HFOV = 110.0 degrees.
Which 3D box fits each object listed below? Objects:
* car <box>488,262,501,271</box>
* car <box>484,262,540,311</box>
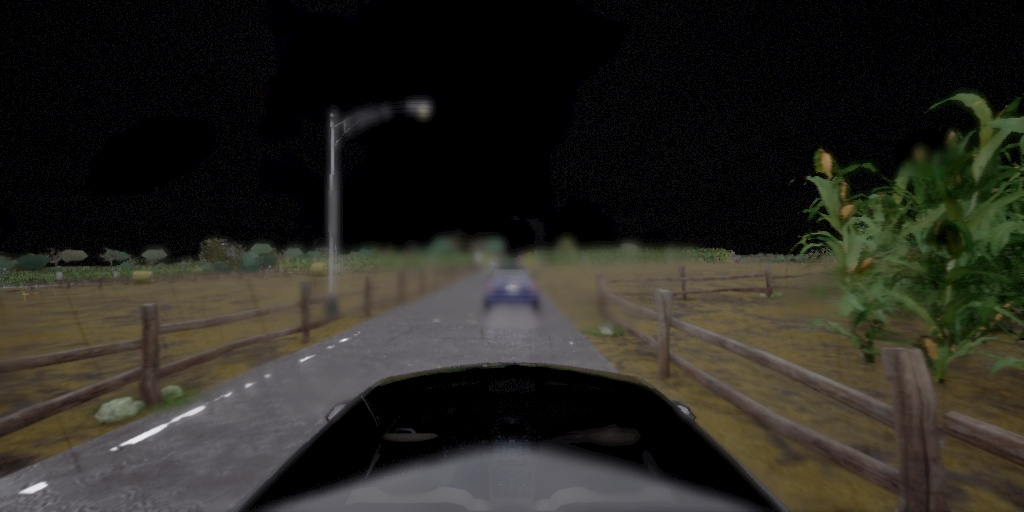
[{"bbox_3d":[-2.863,1.744,59.140,1.812,1.442,4.674,0,-1,0],"label":"car"},{"bbox_3d":[0.009,1.238,15.305,2.097,1.767,4.553,0,-1,0],"label":"car"}]
